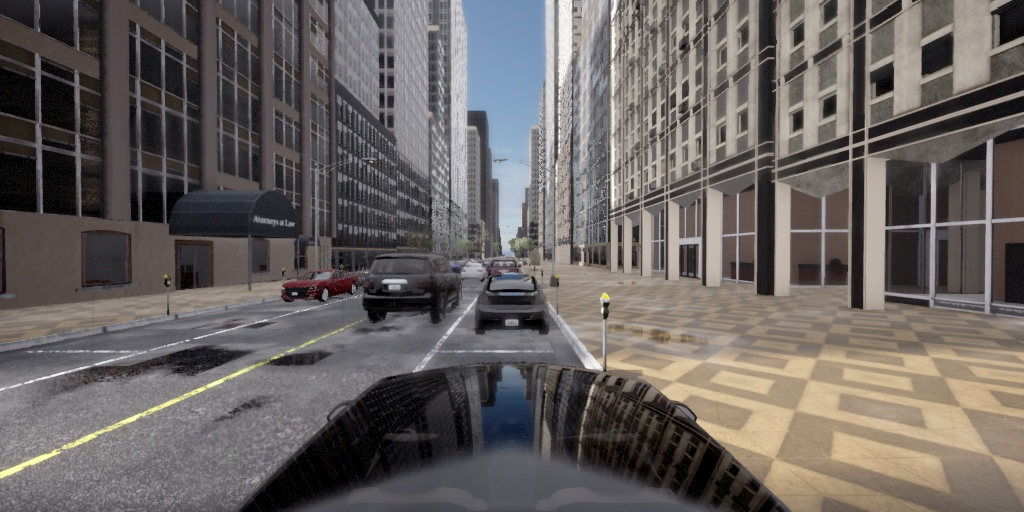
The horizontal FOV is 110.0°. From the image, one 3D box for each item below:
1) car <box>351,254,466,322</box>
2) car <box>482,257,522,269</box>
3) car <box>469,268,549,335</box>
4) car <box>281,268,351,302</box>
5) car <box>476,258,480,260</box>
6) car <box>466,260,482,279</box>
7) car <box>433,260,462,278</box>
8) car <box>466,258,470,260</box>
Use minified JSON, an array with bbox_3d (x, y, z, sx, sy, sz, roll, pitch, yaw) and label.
[{"bbox_3d":[-3.150,0.966,12.372,2.150,2.045,5.566,0,-1,0],"label":"car"},{"bbox_3d":[-0.457,1.061,22.523,2.192,1.841,5.009,0,0,0],"label":"car"},{"bbox_3d":[-0.001,1.252,10.501,1.837,1.490,4.892,0,0,0],"label":"car"},{"bbox_3d":[-8.837,1.292,16.839,1.888,1.381,4.507,0,0,0],"label":"car"},{"bbox_3d":[-3.058,1.268,44.562,1.812,1.442,4.674,0,0,0],"label":"car"},{"bbox_3d":[-3.058,1.271,29.228,1.812,1.442,4.674,0,0,0],"label":"car"},{"bbox_3d":[-6.235,1.222,35.271,1.882,1.535,5.008,0,0,0],"label":"car"},{"bbox_3d":[-8.837,1.320,62.308,1.802,1.307,4.207,0,0,0],"label":"car"}]
